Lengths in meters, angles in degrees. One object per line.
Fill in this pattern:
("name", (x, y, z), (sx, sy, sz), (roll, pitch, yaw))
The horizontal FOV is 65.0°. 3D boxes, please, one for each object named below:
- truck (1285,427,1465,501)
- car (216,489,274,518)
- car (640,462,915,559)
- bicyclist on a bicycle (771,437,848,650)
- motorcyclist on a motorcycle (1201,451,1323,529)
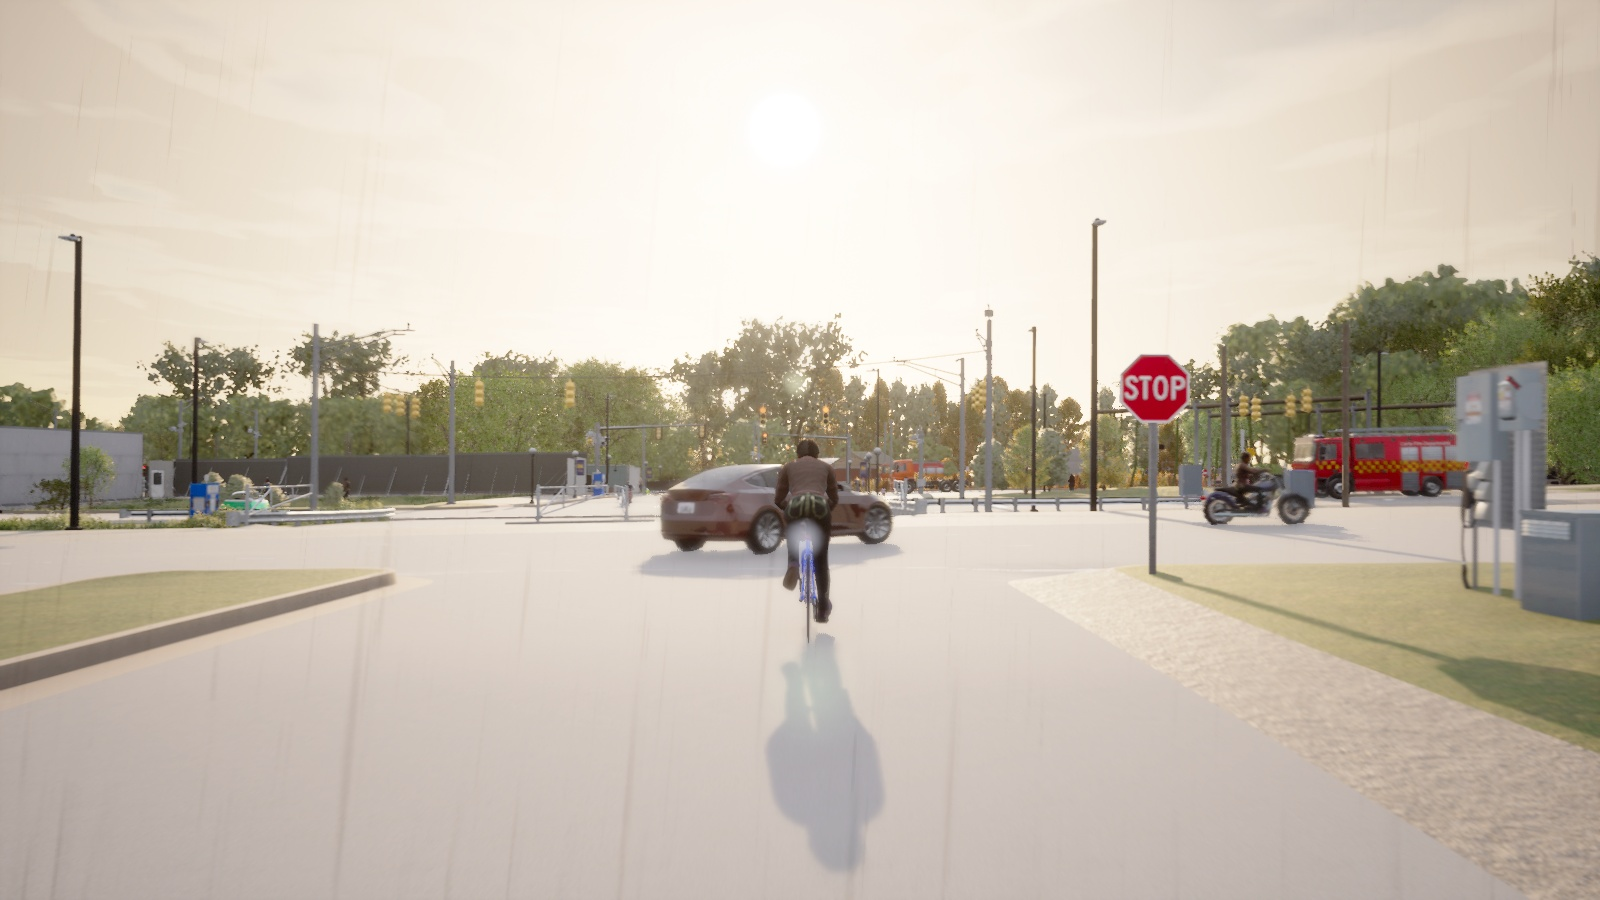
("truck", (31.512, 0.787, 69.033), (8.468, 3.827, 2.891), (-1, -1, 0))
("car", (-27.556, 2.666, 62.431), (2.207, 1.376, 1.481), (-1, -1, 1))
("car", (-0.277, 0.986, 22.061), (2.163, 1.488, 4.792), (-2, -1, 41))
("bicyclist on a bicycle", (0.074, 0.728, 10.389), (0.582, 1.620, 1.656), (0, -1, 0))
("motorcyclist on a motorcycle", (10.081, 0.872, 27.439), (2.350, 1.649, 0.766), (-1, -1, 1))
